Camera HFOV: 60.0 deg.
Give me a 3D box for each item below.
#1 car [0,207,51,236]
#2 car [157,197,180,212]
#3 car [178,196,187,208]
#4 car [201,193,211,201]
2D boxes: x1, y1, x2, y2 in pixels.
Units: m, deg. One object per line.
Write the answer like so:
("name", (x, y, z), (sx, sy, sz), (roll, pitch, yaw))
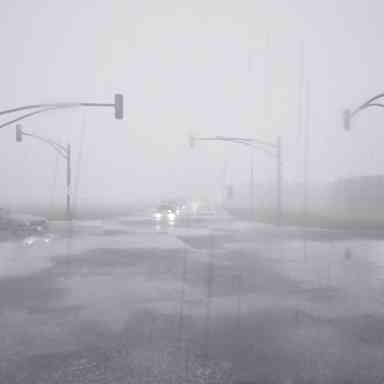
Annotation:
("car", (-10.433, 1.516, 18.165), (5.357, 1.411, 2.033), (0, -1, 18))
("car", (-2.823, 1.600, 38.266), (1.895, 1.301, 4.718), (0, 0, 3))
("car", (-2.372, 1.486, 47.581), (2.128, 1.511, 4.902), (0, 0, 3))
("car", (3.339, 1.191, 79.102), (2.150, 2.045, 5.566), (0, 0, 5))
